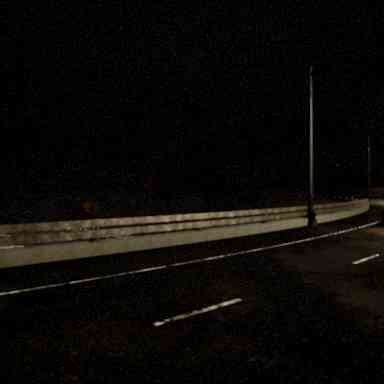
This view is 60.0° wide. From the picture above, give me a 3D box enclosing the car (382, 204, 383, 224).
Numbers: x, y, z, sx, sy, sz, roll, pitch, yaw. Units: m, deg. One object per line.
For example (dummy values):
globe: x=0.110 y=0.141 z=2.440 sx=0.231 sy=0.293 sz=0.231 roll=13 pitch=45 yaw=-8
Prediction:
car: x=14.438 y=1.117 z=22.409 sx=2.150 sy=2.045 sz=5.566 roll=0 pitch=0 yaw=41
